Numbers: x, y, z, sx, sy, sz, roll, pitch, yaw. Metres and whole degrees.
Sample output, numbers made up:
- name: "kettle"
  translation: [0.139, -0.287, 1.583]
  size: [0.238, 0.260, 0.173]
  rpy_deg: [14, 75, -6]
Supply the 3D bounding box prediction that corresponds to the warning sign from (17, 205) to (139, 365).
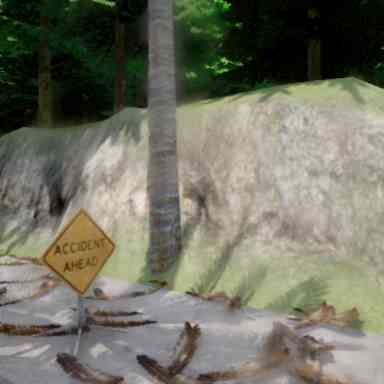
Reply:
- name: "warning sign"
  translation: [-1.622, 1.154, 4.840]
  size: [1.060, 1.860, 1.300]
  rpy_deg: [-1, 0, 35]
